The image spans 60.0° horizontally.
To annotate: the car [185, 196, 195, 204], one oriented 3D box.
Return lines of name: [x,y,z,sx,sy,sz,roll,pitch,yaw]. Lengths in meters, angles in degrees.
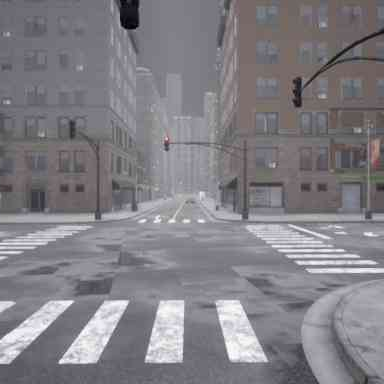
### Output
car: [-0.313,1.644,63.757,1.895,1.301,4.718,0,0,0]

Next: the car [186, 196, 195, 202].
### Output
car: [-0.383,1.478,73.761,1.895,1.301,4.718,0,0,0]
